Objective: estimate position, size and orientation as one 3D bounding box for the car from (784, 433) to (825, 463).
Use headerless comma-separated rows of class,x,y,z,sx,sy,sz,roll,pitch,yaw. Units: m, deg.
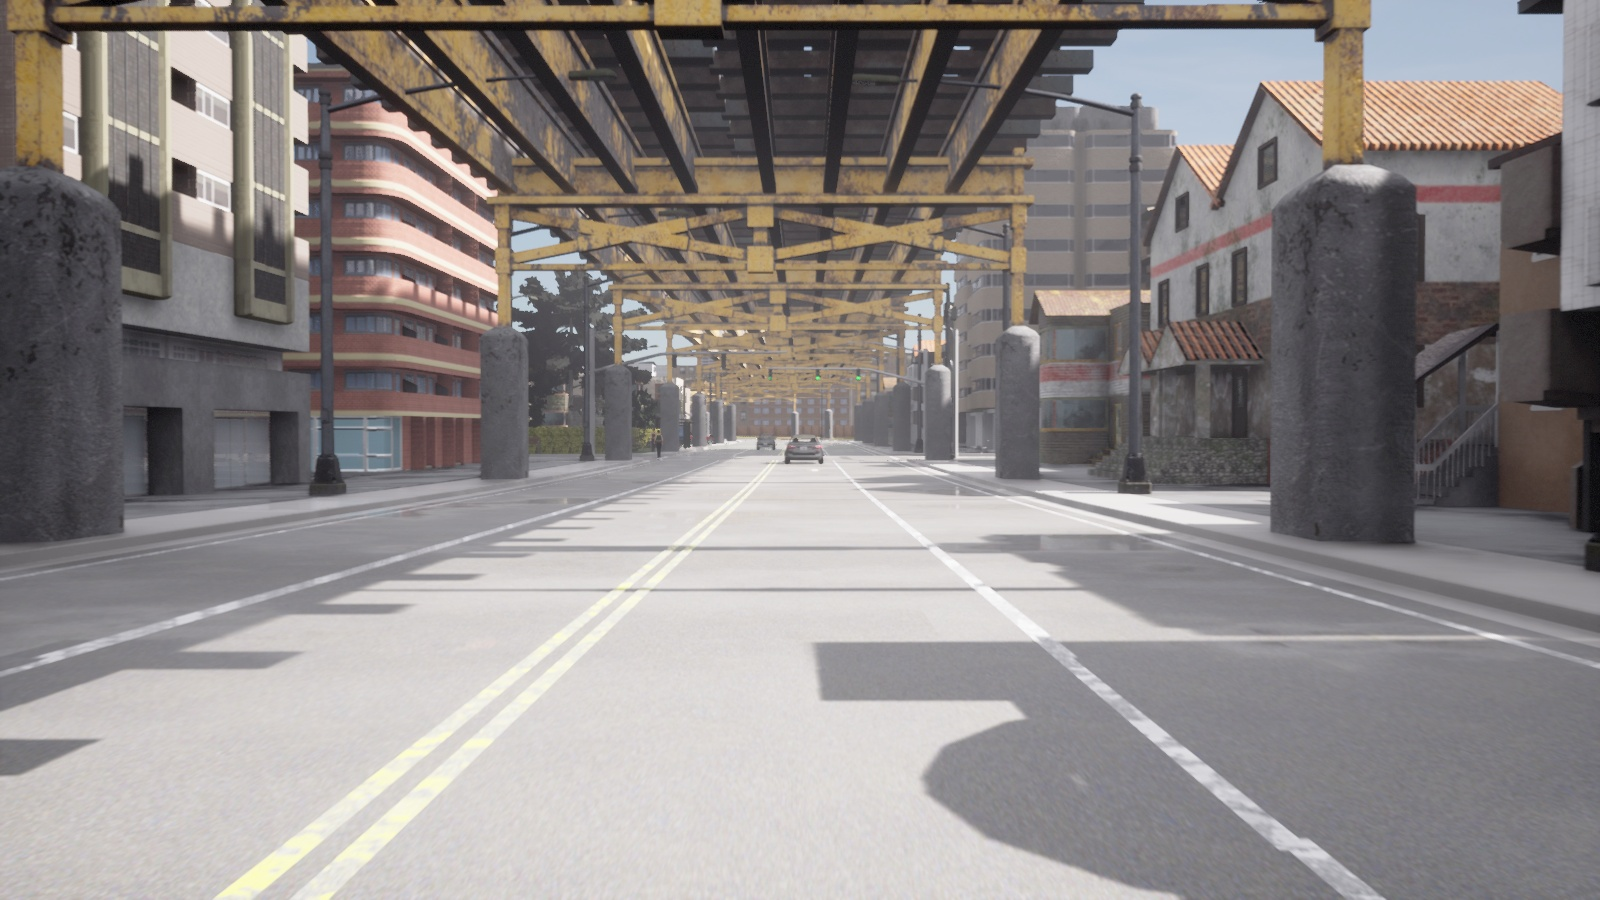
car,0.253,-0.147,71.696,2.242,1.667,4.611,0,1,0
